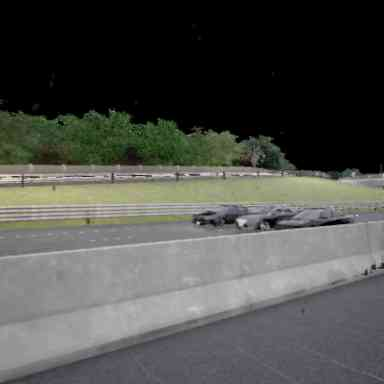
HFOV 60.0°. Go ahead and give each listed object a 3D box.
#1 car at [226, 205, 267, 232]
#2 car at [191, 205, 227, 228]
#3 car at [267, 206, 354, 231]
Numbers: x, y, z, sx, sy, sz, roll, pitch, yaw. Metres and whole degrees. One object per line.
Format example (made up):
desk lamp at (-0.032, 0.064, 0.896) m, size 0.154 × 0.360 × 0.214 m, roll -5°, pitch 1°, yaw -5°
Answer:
car at (4.777, 1.590, 20.335) m, size 4.902 × 1.511 × 2.128 m, roll 1°, pitch 0°, yaw -36°
car at (2.571, 1.645, 23.059) m, size 5.357 × 1.411 × 2.033 m, roll 1°, pitch 0°, yaw -36°
car at (6.409, 1.572, 17.199) m, size 5.008 × 1.535 × 1.882 m, roll 1°, pitch 0°, yaw -36°
